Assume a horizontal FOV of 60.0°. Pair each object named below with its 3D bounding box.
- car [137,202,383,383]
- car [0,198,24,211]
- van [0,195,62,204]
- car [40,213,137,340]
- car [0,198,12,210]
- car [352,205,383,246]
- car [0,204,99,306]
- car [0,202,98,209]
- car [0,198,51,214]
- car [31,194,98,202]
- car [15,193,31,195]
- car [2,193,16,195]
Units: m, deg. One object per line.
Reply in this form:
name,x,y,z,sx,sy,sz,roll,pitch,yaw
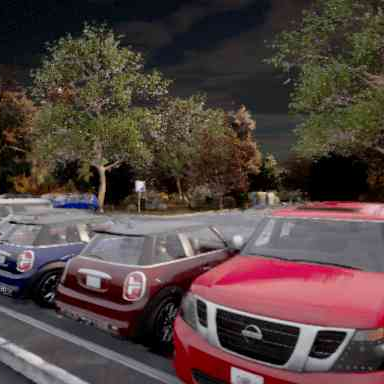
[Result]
car,2.058,1.224,5.028,2.435,2.045,5.566,0,0,35
car,-22.434,1.466,38.564,2.163,1.488,4.792,0,0,35
van,-7.132,1.233,11.454,1.878,1.987,4.442,0,0,35
car,-0.229,1.346,6.650,2.185,1.767,4.553,0,0,35
car,-24.737,1.470,40.131,2.163,1.488,4.792,0,0,35
car,9.355,1.477,15.930,2.231,1.521,4.892,0,0,35
car,-2.513,1.342,8.275,2.185,1.767,4.553,0,0,35
car,-4.761,1.337,9.950,2.185,1.767,4.553,0,0,35
car,-17.915,1.433,35.309,2.097,1.535,5.008,0,0,35
car,-11.221,1.187,30.520,2.435,2.045,5.566,0,0,35
car,-13.390,1.184,32.062,2.435,2.045,5.566,0,0,35
car,-20.199,1.182,36.905,2.435,2.045,5.566,0,0,35
